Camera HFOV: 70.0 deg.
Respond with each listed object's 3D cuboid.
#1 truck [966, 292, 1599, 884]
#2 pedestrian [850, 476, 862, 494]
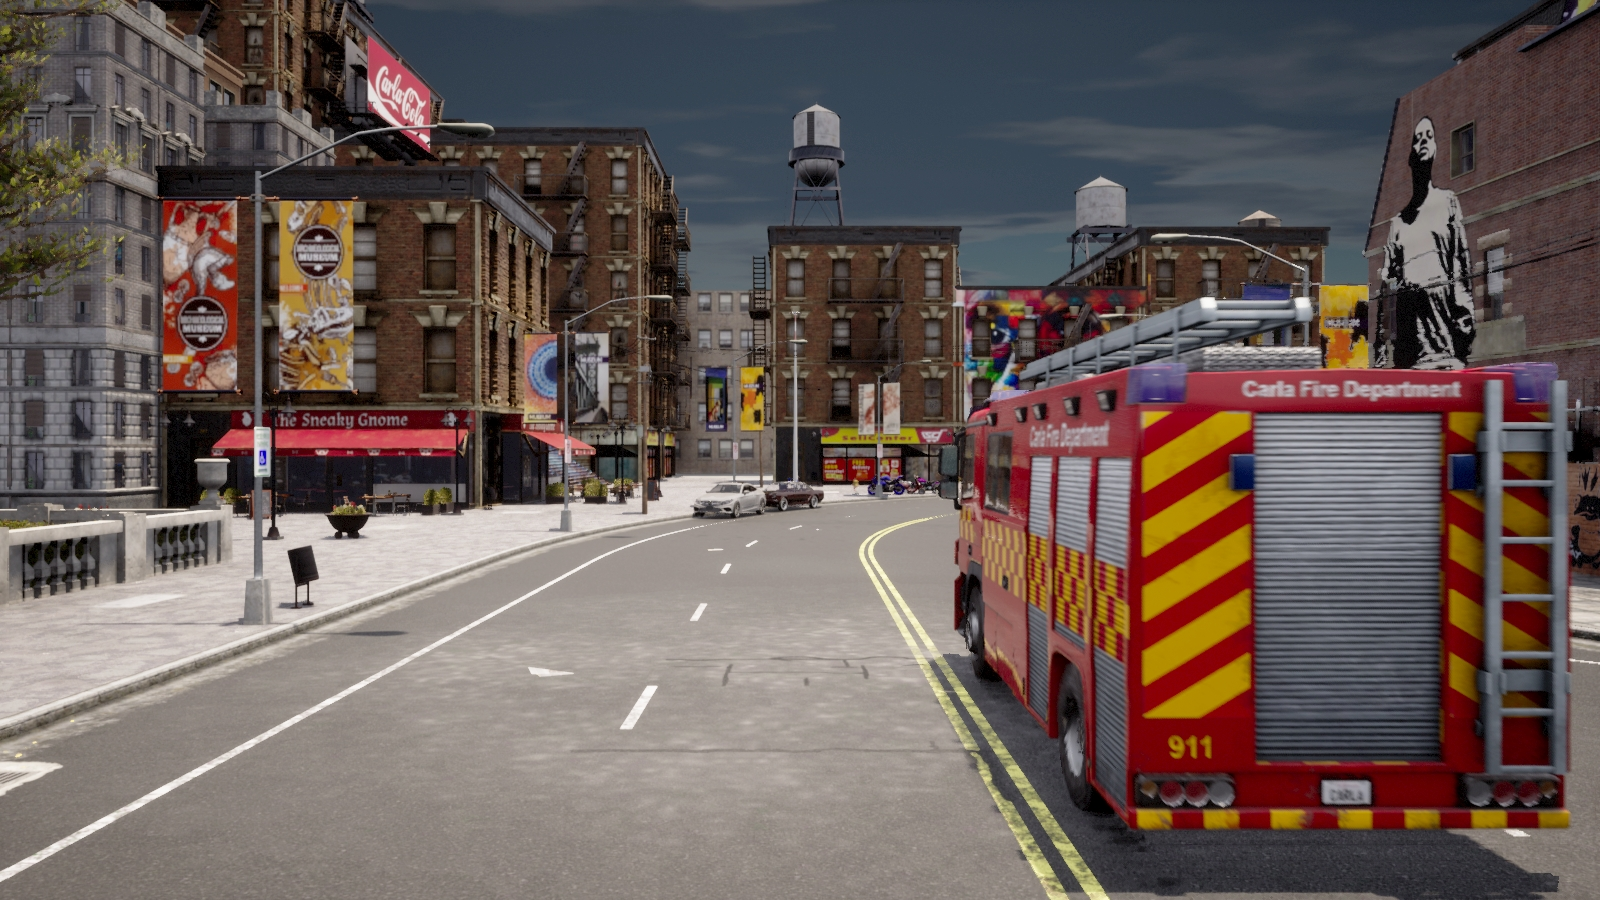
[{"bbox_3d":[3.749,0.895,11.619,2.891,3.827,8.468,0,0,0],"label":"truck"},{"bbox_3d":[3.373,2.103,68.594,0.500,1.100,0.500,0,0,43],"label":"pedestrian"}]
